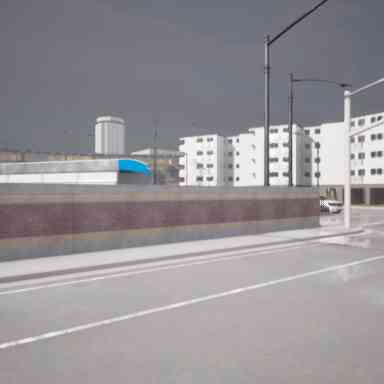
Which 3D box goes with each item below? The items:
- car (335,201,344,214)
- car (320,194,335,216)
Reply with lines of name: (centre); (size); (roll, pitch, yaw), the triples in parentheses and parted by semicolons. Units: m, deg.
car: (12.539, 1.195, 33.914); (2.150, 2.045, 5.566); (0, 0, -35)
car: (10.371, 1.331, 30.843); (2.097, 1.767, 4.553); (0, 0, -35)
